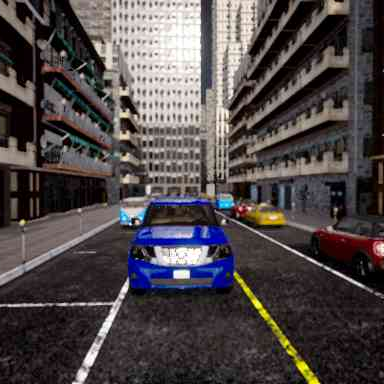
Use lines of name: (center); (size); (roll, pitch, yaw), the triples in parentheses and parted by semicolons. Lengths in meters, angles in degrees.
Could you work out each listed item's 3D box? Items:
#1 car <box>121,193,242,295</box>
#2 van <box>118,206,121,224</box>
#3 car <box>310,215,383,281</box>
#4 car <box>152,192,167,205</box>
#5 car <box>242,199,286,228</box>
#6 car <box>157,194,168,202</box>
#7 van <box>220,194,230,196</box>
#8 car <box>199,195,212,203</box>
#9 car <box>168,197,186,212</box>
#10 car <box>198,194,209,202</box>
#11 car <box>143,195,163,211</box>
car: (-0.315, 1.169, 8.963); (2.150, 2.045, 5.566); (0, 0, -3)
van: (-3.401, 1.225, 20.421); (1.690, 1.788, 3.998); (-1, 0, -3)
car: (5.050, 1.378, 9.771); (1.967, 1.590, 4.097); (-1, 0, -3)
car: (-5.147, 1.004, 53.669); (2.192, 1.841, 5.009); (-1, 0, -3)
car: (4.461, 1.398, 21.024); (1.752, 1.417, 4.829); (-1, 0, -3)
car: (-5.726, 1.167, 64.753); (1.887, 1.381, 4.507); (-1, 0, -3)
van: (3.594, 1.119, 37.477); (1.690, 1.788, 3.998); (-1, 0, -3)
car: (2.433, 1.190, 59.644); (1.887, 1.381, 4.507); (-1, 0, -3)
car: (-1.677, 1.313, 36.712); (1.812, 1.442, 4.674); (0, 0, -3)
car: (2.133, 1.137, 65.355); (1.752, 1.417, 4.829); (-1, 0, -3)
car: (-4.273, 1.228, 37.045); (1.967, 1.590, 4.097); (-1, 0, -3)
